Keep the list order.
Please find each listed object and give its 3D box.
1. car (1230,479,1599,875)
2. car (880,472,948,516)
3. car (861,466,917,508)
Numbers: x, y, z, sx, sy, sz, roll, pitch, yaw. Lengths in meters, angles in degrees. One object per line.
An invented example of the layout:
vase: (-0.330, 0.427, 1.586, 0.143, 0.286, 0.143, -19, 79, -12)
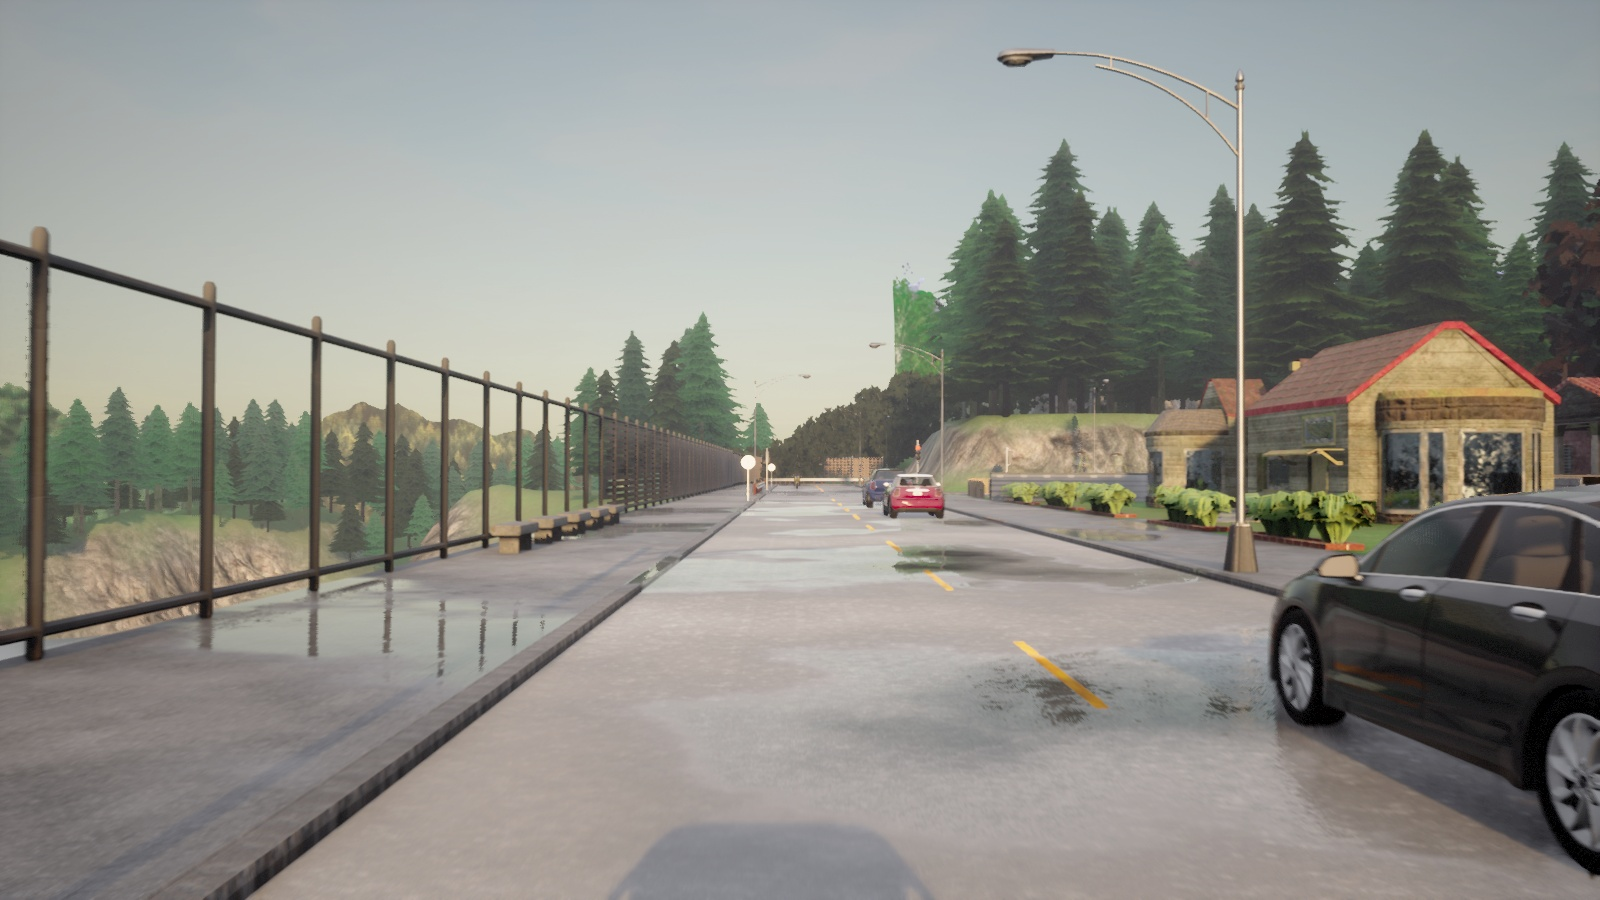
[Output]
car: (3.984, 0.912, 6.472, 1.837, 1.490, 4.892, 0, -1, 0)
car: (3.897, 1.493, 43.532, 1.970, 1.475, 3.806, 0, -1, 0)
car: (3.873, 1.584, 55.332, 2.097, 1.767, 4.553, 0, -1, 0)
